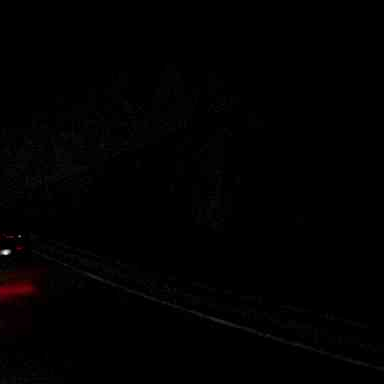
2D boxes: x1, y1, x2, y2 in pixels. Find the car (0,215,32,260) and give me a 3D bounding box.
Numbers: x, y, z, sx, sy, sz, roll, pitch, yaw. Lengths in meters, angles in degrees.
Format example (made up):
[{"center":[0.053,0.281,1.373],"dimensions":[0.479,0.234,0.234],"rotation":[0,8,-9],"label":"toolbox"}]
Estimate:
[{"center":[-7.199,1.546,11.709],"dimensions":[1.837,1.490,4.892],"rotation":[0,0,-43],"label":"car"}]
